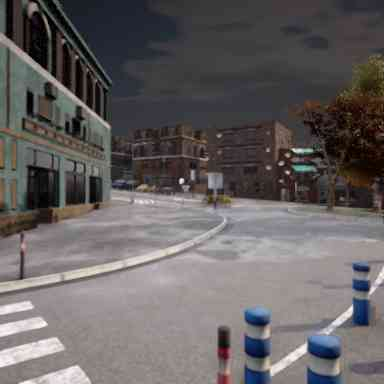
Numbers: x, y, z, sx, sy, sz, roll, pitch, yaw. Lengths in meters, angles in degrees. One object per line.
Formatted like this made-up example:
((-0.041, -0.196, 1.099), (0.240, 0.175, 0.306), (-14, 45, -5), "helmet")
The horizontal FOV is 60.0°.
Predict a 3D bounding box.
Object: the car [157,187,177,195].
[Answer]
((-4.220, -0.223, 63.076), (2.231, 1.521, 4.892), (5, 2, 12), "car")

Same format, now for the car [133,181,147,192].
((-9.396, -0.812, 66.105), (1.946, 1.575, 5.366), (6, 2, 12), "car")

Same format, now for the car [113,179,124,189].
((-14.483, -1.649, 69.454), (2.435, 2.045, 5.566), (6, 2, 12), "car")

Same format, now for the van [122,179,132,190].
((-11.891, -1.333, 67.996), (1.878, 1.987, 4.442), (5, 2, 12), "van")

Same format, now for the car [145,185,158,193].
((-6.788, -0.478, 64.687), (2.002, 1.452, 4.674), (6, 2, 12), "car")
